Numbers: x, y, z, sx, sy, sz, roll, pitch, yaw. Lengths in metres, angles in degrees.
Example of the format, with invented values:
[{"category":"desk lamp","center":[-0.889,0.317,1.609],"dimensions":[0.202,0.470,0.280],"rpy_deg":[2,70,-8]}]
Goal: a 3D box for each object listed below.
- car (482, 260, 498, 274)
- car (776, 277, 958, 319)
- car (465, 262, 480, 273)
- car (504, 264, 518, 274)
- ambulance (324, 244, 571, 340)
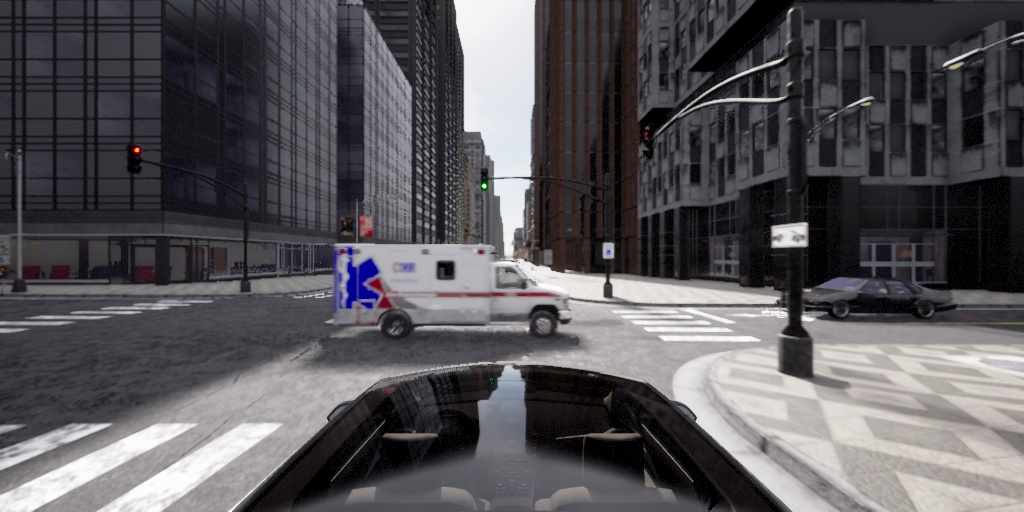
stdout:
[{"category":"car","center":[-3.409,1.677,56.553],"dimensions":[2.150,2.045,5.566],"rpy_deg":[0,-1,0]},{"category":"car","center":[13.055,1.492,13.335],"dimensions":[5.357,1.411,2.033],"rpy_deg":[0,0,0]},{"category":"car","center":[-6.687,1.866,61.089],"dimensions":[2.097,1.767,4.553],"rpy_deg":[0,-1,0]},{"category":"car","center":[-0.159,2.024,56.943],"dimensions":[1.994,1.385,4.181],"rpy_deg":[0,-1,0]},{"category":"ambulance","center":[-1.588,0.921,10.142],"dimensions":[6.366,2.431,2.351],"rpy_deg":[0,0,0]}]
